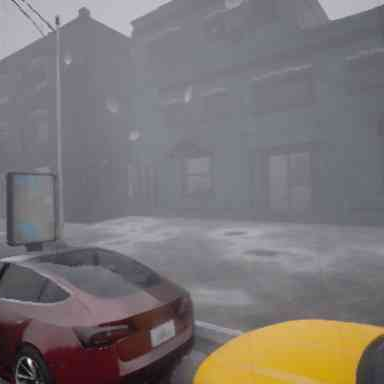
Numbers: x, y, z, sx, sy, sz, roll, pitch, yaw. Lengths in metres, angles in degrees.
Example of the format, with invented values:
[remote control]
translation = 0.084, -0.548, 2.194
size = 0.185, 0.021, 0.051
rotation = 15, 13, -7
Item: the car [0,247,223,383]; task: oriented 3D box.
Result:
[car]
translation = -2.203, 1.578, 4.908
size = 4.792, 1.488, 2.163
rotation = -1, -1, 36
